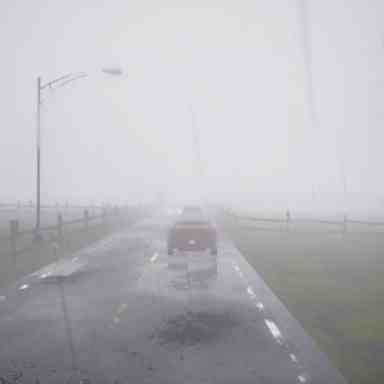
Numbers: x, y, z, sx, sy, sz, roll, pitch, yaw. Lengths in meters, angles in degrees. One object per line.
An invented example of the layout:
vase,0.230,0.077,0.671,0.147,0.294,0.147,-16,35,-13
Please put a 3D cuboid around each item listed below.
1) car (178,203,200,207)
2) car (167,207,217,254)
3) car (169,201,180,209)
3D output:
car,0.024,1.817,28.500,1.837,1.490,4.892,0,0,0
car,0.028,1.631,14.238,1.882,1.535,5.008,0,0,1
car,-2.758,2.221,55.819,1.895,1.301,4.718,0,-1,1
